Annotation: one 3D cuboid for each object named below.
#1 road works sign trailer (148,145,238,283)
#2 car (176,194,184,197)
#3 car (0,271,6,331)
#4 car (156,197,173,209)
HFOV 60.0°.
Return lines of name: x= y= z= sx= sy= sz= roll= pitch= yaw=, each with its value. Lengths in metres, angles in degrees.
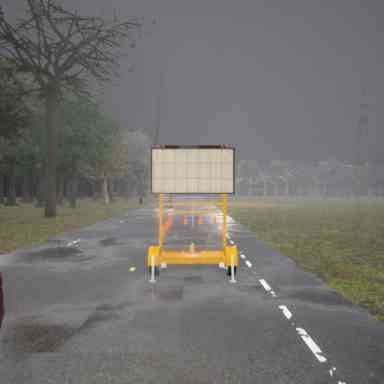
road works sign trailer: x=0.021 y=0.458 z=9.664 sx=2.380 sy=3.560 sz=2.880 roll=0 pitch=0 yaw=0
car: x=-3.302 y=0.794 z=89.724 sx=2.097 sy=1.767 sz=4.553 roll=0 pitch=0 yaw=0
car: x=-3.595 y=1.478 z=2.673 sx=1.882 sy=1.535 sz=5.008 roll=0 pitch=0 yaw=0
car: x=-3.506 y=1.383 z=42.636 sx=1.812 sy=1.442 sz=4.674 roll=0 pitch=0 yaw=0
